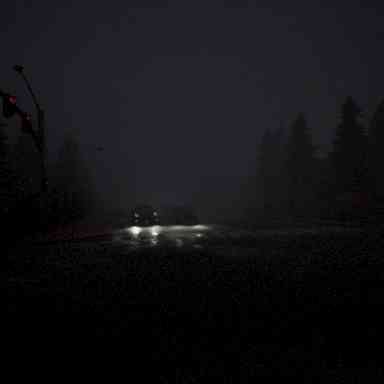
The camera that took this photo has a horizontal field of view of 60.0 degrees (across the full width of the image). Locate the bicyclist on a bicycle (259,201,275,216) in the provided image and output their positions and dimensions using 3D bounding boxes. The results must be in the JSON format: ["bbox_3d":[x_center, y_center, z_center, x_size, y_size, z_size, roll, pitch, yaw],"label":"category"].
[{"bbox_3d":[8.562,1.854,37.859,1.656,1.620,0.582,-1,-1,-11],"label":"bicyclist on a bicycle"}]

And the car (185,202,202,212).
[{"bbox_3d":[0.316,2.460,54.577,1.812,1.442,4.674,-1,-1,14],"label":"car"}]

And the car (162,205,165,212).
[{"bbox_3d":[-3.554,2.519,54.094,2.033,1.411,5.357,0,-1,-15],"label":"car"}]

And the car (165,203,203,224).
[{"bbox_3d":[-0.822,2.007,30.072,1.882,1.535,5.008,0,-1,-15],"label":"car"}]

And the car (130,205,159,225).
[{"bbox_3d":[-4.256,1.910,29.372,2.097,1.767,4.553,0,-1,-15],"label":"car"}]

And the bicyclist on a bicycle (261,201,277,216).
[{"bbox_3d":[8.586,1.838,36.922,1.656,1.620,0.582,-1,-1,13],"label":"bicyclist on a bicycle"}]
